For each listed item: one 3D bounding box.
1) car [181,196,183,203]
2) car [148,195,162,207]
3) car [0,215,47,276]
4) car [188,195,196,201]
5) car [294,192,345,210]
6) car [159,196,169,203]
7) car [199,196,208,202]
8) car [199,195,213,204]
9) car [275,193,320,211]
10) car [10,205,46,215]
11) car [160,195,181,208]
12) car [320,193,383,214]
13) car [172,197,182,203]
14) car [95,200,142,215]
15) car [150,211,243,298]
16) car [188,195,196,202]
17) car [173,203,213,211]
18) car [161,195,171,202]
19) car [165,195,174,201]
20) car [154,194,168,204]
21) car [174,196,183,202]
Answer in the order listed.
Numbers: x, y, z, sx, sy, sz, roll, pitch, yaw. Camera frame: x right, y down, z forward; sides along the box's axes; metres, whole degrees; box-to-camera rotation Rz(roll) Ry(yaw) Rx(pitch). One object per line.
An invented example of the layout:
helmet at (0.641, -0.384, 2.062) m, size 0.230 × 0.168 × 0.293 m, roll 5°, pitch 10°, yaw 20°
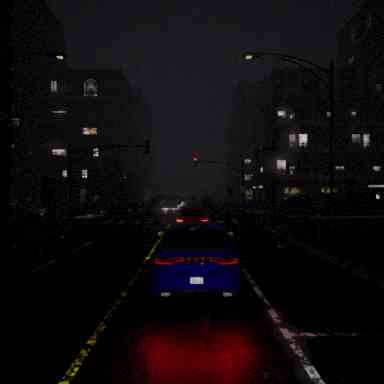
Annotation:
car at (-3.139, 1.370, 58.672) m, size 2.097 × 1.767 × 4.553 m, roll 0°, pitch 0°, yaw 0°
car at (-5.743, 1.580, 51.819) m, size 1.947 × 1.339 × 4.313 m, roll 0°, pitch 0°, yaw 0°
car at (-5.750, 1.582, 9.796) m, size 1.802 × 1.307 × 4.206 m, roll 0°, pitch 0°, yaw 0°
car at (-0.092, 1.570, 90.509) m, size 2.128 × 1.511 × 4.902 m, roll 0°, pitch 0°, yaw 0°
car at (14.521, 1.015, 38.156) m, size 5.009 × 1.841 × 2.192 m, roll -1°, pitch 1°, yaw -1°
car at (-5.761, 1.551, 68.697) m, size 1.752 × 1.417 × 4.829 m, roll 0°, pitch 0°, yaw 0°
car at (2.614, 1.612, 74.560) m, size 1.802 × 1.307 × 4.206 m, roll 0°, pitch 0°, yaw 0°
car at (2.630, 1.458, 57.512) m, size 1.967 × 1.590 × 4.097 m, roll 0°, pitch 0°, yaw 0°
car at (11.036, 1.121, 35.741) m, size 4.553 × 1.767 × 2.097 m, roll -1°, pitch 0°, yaw 3°
car at (-16.708, 1.888, 32.080) m, size 4.718 × 1.301 × 1.895 m, roll -1°, pitch 0°, yaw -1°
car at (-3.130, 1.560, 49.190) m, size 2.033 × 1.411 × 5.357 m, roll 0°, pitch 0°, yaw -1°
car at (14.664, 1.029, 29.778) m, size 5.009 × 1.841 × 2.192 m, roll -1°, pitch 1°, yaw -1°
car at (-3.081, 1.626, 68.180) m, size 1.895 × 1.301 × 4.718 m, roll 0°, pitch 0°, yaw 0°
car at (-7.806, 1.622, 35.367) m, size 4.892 × 1.490 × 1.837 m, roll -1°, pitch 0°, yaw -1°
car at (0.094, 1.477, 8.590) m, size 1.882 × 1.535 × 5.008 m, roll 0°, pitch 0°, yaw 0°
car at (-0.081, 1.513, 80.399) m, size 1.882 × 1.535 × 5.008 m, roll 0°, pitch 0°, yaw 0°
car at (0.080, 1.526, 17.931) m, size 1.812 × 1.442 × 4.674 m, roll 0°, pitch 0°, yaw 1°
car at (-5.767, 1.470, 74.549) m, size 1.967 × 1.590 × 4.097 m, roll 0°, pitch 0°, yaw 0°
car at (-5.779, 1.480, 85.915) m, size 1.967 × 1.590 × 4.097 m, roll 0°, pitch 0°, yaw 0°
car at (-5.756, 1.336, 63.184) m, size 2.192 × 1.841 × 5.009 m, roll 0°, pitch 0°, yaw 0°
car at (-3.082, 1.621, 78.519) m, size 1.895 × 1.301 × 4.718 m, roll 0°, pitch 0°, yaw 0°
